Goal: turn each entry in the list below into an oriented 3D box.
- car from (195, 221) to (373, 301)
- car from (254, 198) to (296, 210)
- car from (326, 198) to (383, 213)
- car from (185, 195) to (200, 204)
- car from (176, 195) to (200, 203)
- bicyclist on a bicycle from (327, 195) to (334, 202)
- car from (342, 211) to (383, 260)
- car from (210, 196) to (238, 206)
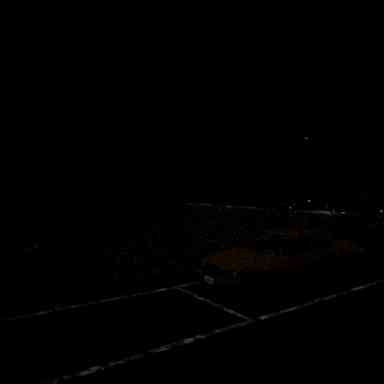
[{"bbox_3d":[2.336,1.526,8.332,4.829,1.417,1.752,0,1,-35],"label":"car"},{"bbox_3d":[9.425,1.364,37.850,1.895,1.301,4.718,1,0,-34],"label":"car"},{"bbox_3d":[14.665,1.338,30.205,2.128,1.511,4.902,1,0,-34],"label":"car"},{"bbox_3d":[-1.295,1.189,53.550,1.895,1.301,4.718,1,0,-34],"label":"car"},{"bbox_3d":[-0.723,1.188,58.303,1.895,1.301,4.718,1,0,-35],"label":"car"},{"bbox_3d":[16.271,1.154,38.900,1.656,1.620,0.582,0,0,-34],"label":"bicyclist on a bicycle"},{"bbox_3d":[7.096,1.546,11.637,4.507,1.381,1.887,0,1,-35],"label":"car"},{"bbox_3d":[4.301,1.244,45.342,1.994,1.385,4.181,1,0,-34],"label":"car"}]
